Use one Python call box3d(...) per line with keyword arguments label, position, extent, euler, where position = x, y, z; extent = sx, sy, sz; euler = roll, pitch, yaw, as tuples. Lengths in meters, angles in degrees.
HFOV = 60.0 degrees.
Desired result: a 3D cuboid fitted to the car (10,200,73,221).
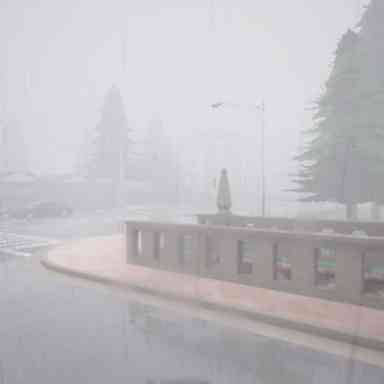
box3d(label="car", position=(-12.227, 1.468, 27.304), extent=(1.837, 1.490, 4.892), euler=(0, 0, 38))
